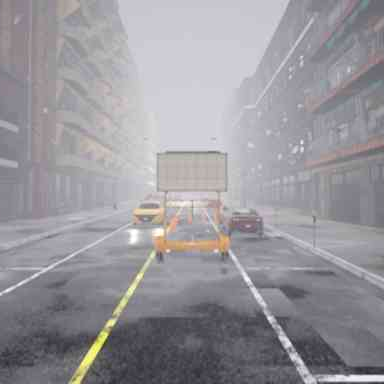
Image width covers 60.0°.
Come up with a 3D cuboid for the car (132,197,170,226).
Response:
[{"bbox_3d":[-2.812,1.350,22.694,1.882,1.535,5.008,0,0,0],"label":"car"}]

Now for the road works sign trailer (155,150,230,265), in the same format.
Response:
[{"bbox_3d":[0.009,0.396,11.339,2.380,3.560,2.880,0,0,0],"label":"road works sign trailer"}]

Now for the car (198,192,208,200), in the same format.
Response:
[{"bbox_3d":[2.692,0.978,84.029,2.192,1.841,5.009,1,0,0],"label":"car"}]

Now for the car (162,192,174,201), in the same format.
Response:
[{"bbox_3d":[-5.172,1.002,73.041,2.192,1.841,5.009,1,0,0],"label":"car"}]

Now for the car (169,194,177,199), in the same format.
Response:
[{"bbox_3d":[-5.152,1.219,89.634,1.947,1.339,4.313,1,0,0],"label":"car"}]

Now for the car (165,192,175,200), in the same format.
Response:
[{"bbox_3d":[-5.163,0.990,78.570,2.192,1.841,5.009,1,0,0],"label":"car"}]

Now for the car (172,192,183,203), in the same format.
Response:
[{"bbox_3d":[-2.683,1.190,63.168,1.882,1.535,5.008,0,0,1],"label":"car"}]

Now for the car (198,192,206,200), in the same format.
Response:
[{"bbox_3d":[2.685,1.261,61.906,1.887,1.381,4.507,1,0,0],"label":"car"}]

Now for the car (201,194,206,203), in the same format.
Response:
[{"bbox_3d":[2.658,1.325,45.314,2.008,1.369,4.403,1,0,0],"label":"car"}]

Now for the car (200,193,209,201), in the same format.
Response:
[{"bbox_3d":[2.713,1.128,72.968,1.967,1.590,4.097,1,0,0],"label":"car"}]

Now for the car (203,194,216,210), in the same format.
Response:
[{"bbox_3d":[2.649,1.342,39.783,1.887,1.381,4.507,1,0,0],"label":"car"}]

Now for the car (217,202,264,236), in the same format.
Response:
[{"bbox_3d":[2.614,1.443,17.661,1.887,1.381,4.507,1,0,0],"label":"car"}]

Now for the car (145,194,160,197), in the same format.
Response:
[{"bbox_3d":[-5.231,1.322,39.689,1.752,1.417,4.829,2,0,0],"label":"car"}]

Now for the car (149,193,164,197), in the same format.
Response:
[{"bbox_3d":[-5.216,1.089,45.389,2.192,1.841,5.009,2,0,0],"label":"car"}]

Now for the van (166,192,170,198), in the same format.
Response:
[{"bbox_3d":[-5.199,1.074,56.448,1.690,1.788,3.998,2,0,0],"label":"van"}]

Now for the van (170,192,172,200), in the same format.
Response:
[{"bbox_3d":[-5.191,1.058,61.980,1.690,1.788,3.998,1,0,0],"label":"van"}]

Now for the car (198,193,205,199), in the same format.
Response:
[{"bbox_3d":[2.706,1.086,95.093,1.967,1.590,4.097,1,0,0],"label":"car"}]

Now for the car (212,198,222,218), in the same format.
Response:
[{"bbox_3d":[2.623,1.395,23.363,1.752,1.417,4.829,1,0,0],"label":"car"}]

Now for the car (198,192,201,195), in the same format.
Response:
[{"bbox_3d":[2.694,1.246,67.436,1.887,1.381,4.507,1,0,0],"label":"car"}]
